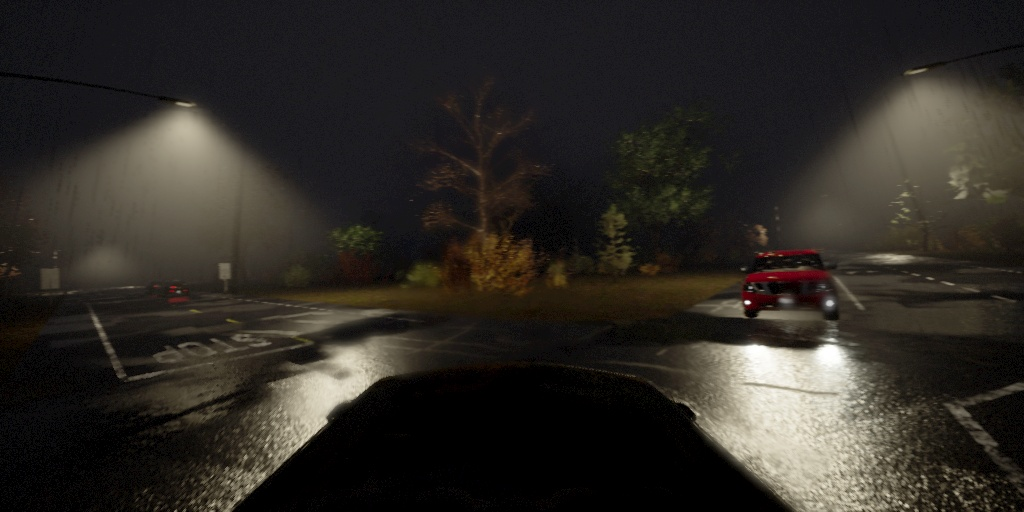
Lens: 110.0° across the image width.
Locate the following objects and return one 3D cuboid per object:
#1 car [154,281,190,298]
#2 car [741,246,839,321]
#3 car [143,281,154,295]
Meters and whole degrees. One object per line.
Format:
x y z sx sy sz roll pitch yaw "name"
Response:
-32.123 3.088 34.043 4.892 1.490 1.837 -3 -1 40 "car"
9.153 0.828 11.865 2.150 2.045 5.566 -6 -3 40 "car"
-40.298 3.551 40.797 4.892 1.490 1.837 -3 -1 40 "car"
